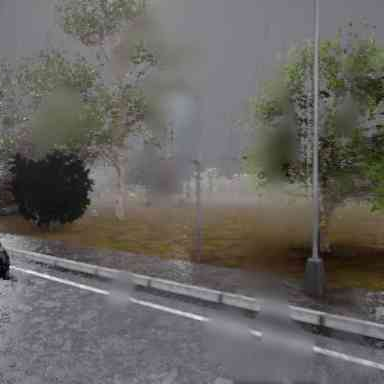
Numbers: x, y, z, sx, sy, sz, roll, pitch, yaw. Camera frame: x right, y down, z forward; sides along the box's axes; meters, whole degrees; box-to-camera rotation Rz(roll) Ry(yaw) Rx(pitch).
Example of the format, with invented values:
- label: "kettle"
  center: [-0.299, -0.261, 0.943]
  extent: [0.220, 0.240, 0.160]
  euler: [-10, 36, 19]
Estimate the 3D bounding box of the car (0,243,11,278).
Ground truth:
- label: "car"
  center: [-6.708, 1.565, 8.938]
  extent: [4.181, 1.385, 1.994]
  euler: [0, 0, 37]
